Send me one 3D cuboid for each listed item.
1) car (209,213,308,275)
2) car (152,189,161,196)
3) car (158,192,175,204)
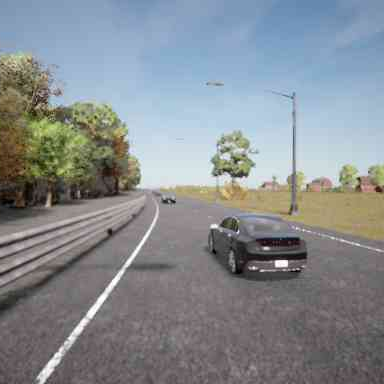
[{"bbox_3d":[1.762,1.401,10.158,1.837,1.490,4.892,0,1,-8],"label":"car"},{"bbox_3d":[-8.767,0.459,87.821,2.033,1.411,5.357,0,1,-8],"label":"car"},{"bbox_3d":[-3.606,1.012,49.769,1.895,1.301,4.718,0,1,-8],"label":"car"}]
